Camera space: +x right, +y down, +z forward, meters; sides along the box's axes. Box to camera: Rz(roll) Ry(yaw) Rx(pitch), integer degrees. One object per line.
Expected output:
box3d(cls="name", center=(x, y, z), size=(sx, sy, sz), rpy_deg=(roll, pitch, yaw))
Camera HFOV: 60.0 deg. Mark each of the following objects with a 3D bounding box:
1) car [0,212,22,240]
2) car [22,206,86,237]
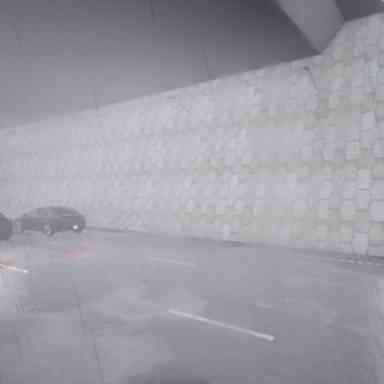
box3d(cls="car", center=(-10.351, 1.510, 15.742), size=(4.892, 1.490, 1.837), rpy_deg=(0, 0, 36))
box3d(cls="car", center=(-7.860, 1.519, 18.261), size=(4.892, 1.490, 1.837), rpy_deg=(0, 0, 36))
